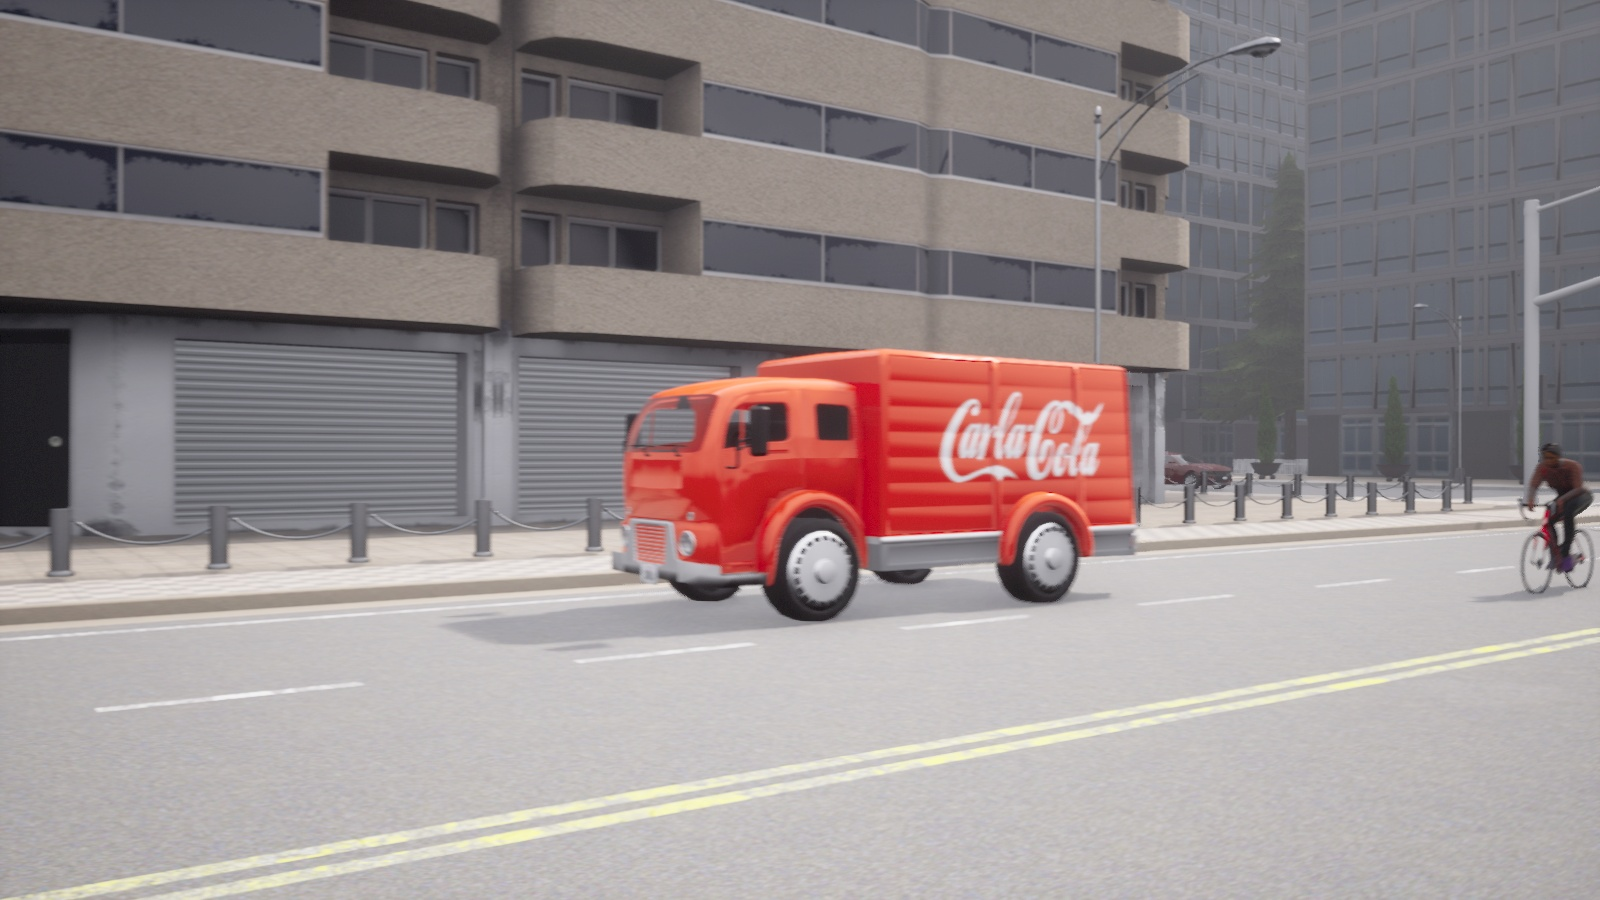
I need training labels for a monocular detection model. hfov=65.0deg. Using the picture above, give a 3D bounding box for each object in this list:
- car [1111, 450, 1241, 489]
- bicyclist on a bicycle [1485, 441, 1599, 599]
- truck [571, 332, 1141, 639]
[{"bbox_3d":[15.226,0.760,51.117,1.882,1.535,5.008,0,0,-34],"label":"car"},{"bbox_3d":[8.133,0.714,13.584,1.656,1.620,0.582,0,0,-35],"label":"bicyclist on a bicycle"},{"bbox_3d":[0.655,0.288,12.645,5.204,2.467,2.627,0,0,-35],"label":"truck"}]
